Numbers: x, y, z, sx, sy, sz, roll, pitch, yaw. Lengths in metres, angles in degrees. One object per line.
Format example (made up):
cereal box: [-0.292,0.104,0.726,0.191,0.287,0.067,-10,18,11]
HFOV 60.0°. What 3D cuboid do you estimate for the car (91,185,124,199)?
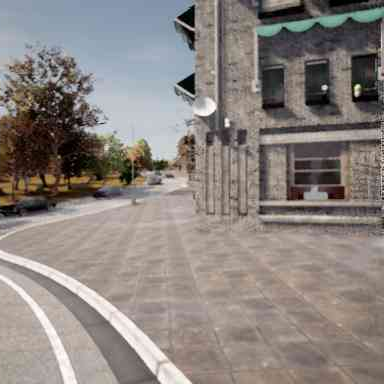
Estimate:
car: [-9.982,-0.072,39.859,2.033,1.411,5.357,0,5,13]

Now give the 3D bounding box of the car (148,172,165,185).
car: [-6.734,-2.196,61.090,2.097,1.767,4.553,0,5,4]

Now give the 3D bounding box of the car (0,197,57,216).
car: [-13.516,1.152,27.618,1.895,1.301,4.718,0,5,18]
